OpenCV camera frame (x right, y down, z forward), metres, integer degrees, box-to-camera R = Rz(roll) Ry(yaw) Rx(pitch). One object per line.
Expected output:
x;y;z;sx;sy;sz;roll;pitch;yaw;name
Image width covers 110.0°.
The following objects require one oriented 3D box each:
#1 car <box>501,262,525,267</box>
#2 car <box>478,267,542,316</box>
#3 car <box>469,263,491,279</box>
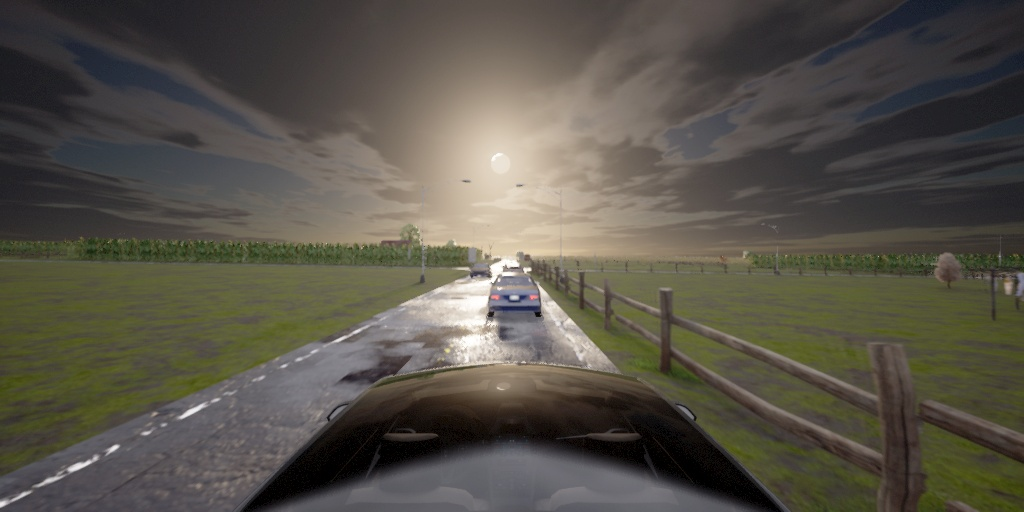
0.087;1.288;31.139;2.128;1.511;4.902;0;0;0;car
0.083;1.315;13.416;2.033;1.411;5.357;0;0;0;car
-2.838;1.348;33.829;2.033;1.411;5.357;0;0;0;car
